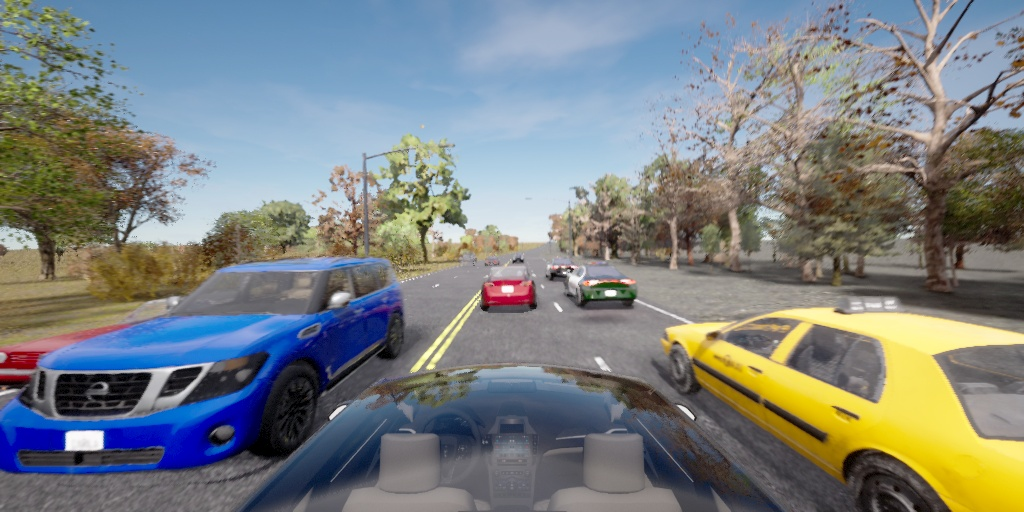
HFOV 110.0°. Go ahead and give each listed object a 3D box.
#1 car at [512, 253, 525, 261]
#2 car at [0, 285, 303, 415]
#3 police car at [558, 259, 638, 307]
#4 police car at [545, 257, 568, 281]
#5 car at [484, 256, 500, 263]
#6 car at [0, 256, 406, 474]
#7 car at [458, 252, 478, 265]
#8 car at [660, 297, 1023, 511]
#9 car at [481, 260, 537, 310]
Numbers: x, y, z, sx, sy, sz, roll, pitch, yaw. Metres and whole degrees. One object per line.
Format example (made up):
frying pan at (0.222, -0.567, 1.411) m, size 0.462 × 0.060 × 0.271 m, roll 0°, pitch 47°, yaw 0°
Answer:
car at (1.023, 0.460, 57.298) m, size 1.895 × 1.301 × 4.718 m, roll -1°, pitch 1°, yaw 2°
car at (-6.595, 1.487, 7.282) m, size 1.895 × 1.301 × 4.718 m, roll -1°, pitch 1°, yaw 0°
police car at (3.283, 1.035, 14.310) m, size 2.038 × 1.542 × 4.974 m, roll -1°, pitch 0°, yaw 0°
police car at (3.405, 0.855, 25.275) m, size 2.038 × 1.542 × 4.974 m, roll -1°, pitch 0°, yaw 1°
car at (-2.610, 0.672, 48.204) m, size 1.994 × 1.385 × 4.181 m, roll -1°, pitch 1°, yaw 2°
car at (-3.359, 1.059, 5.575) m, size 2.150 × 2.045 × 5.566 m, roll -1°, pitch 1°, yaw 0°
car at (-5.870, 0.189, 48.317) m, size 2.097 × 1.767 × 4.553 m, roll -1°, pitch 1°, yaw 2°
car at (3.236, 1.155, 3.534) m, size 1.801 × 1.575 × 5.366 m, roll -1°, pitch 0°, yaw 0°
car at (-0.089, 1.123, 14.135) m, size 2.163 × 1.488 × 4.792 m, roll -2°, pitch 0°, yaw 1°
